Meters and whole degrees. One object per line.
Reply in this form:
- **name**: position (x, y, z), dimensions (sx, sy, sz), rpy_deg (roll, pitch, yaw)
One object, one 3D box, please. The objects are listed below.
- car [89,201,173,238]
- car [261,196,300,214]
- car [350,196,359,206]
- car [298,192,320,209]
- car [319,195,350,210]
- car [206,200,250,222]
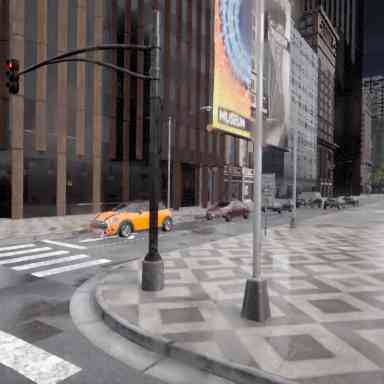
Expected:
- **car**: position (-3.060, 1.257, 17.276), dimensions (2.097, 1.767, 4.553), rpy_deg (1, 1, 36)
- **car**: position (8.893, 1.373, 34.113), dimensions (2.033, 1.411, 5.357), rpy_deg (1, 1, 35)
- **car**: position (23.637, 1.296, 49.583), dimensions (1.837, 1.490, 4.892), rpy_deg (1, 1, 35)
- **car**: position (15.091, 1.004, 42.771), dimensions (2.150, 2.045, 5.566), rpy_deg (1, 1, 35)
- **car**: position (17.654, 1.341, 41.044), dimensions (1.837, 1.490, 4.892), rpy_deg (1, 1, 36)
- **car**: position (2.882, 1.392, 25.630), dimensions (1.812, 1.442, 4.674), rpy_deg (1, 1, 36)
